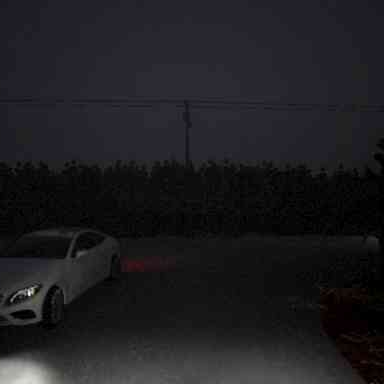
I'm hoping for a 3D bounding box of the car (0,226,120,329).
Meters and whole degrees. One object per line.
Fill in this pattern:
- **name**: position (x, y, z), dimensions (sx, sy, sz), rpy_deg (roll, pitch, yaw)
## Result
- **car**: position (-2.972, 1.526, 7.172), dimensions (1.812, 1.442, 4.674), rpy_deg (-1, 0, 7)
